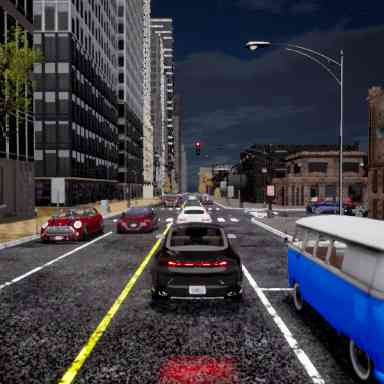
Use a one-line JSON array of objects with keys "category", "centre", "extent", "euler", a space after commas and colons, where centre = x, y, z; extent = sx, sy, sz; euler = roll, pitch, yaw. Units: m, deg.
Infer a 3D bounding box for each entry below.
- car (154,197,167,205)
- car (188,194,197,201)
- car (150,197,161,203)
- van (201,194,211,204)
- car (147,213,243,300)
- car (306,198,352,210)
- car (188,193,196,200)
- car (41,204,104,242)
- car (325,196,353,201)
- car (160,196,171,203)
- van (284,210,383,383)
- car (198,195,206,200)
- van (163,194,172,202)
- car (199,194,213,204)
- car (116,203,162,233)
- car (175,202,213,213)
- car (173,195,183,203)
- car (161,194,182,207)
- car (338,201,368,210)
[{"category": "car", "centre": [-5.619, 1.551, 59.764], "extent": [1.947, 1.339, 4.313], "euler": [-1, 0, 0]}, {"category": "car", "centre": [0.067, 1.504, 81.015], "extent": [1.812, 1.442, 4.674], "euler": [0, 0, 0]}, {"category": "car", "centre": [-5.795, 1.512, 53.951], "extent": [1.752, 1.417, 4.829], "euler": [-1, 0, 0]}, {"category": "van", "centre": [2.729, 1.325, 65.347], "extent": [1.690, 1.788, 3.998], "euler": [-1, 0, 0]}, {"category": "car", "centre": [0.104, 1.502, 8.374], "extent": [1.837, 1.490, 4.892], "euler": [0, 0, 0]}, {"category": "car", "centre": [14.846, 1.684, 36.842], "extent": [4.181, 1.385, 1.994], "euler": [1, 1, 1]}, {"category": "car", "centre": [0.075, 1.257, 91.018], "extent": [2.097, 1.767, 4.553], "euler": [0, 0, 0]}, {"category": "car", "centre": [-5.690, 1.435, 16.173], "extent": [1.967, 1.590, 4.097], "euler": [-1, 0, 0]}, {"category": "car", "centre": [16.559, 1.411, 39.403], "extent": [5.009, 1.841, 2.192], "euler": [1, 0, 1]}, {"category": "car", "centre": [-5.610, 1.549, 71.053], "extent": [1.947, 1.339, 4.313], "euler": [-1, 0, 0]}, {"category": "van", "centre": [2.679, 1.340, 5.083], "extent": [1.690, 1.788, 3.998], "euler": [-1, 0, 0]}, {"category": "car", "centre": [2.756, 1.531, 93.568], "extent": [2.008, 1.369, 4.403], "euler": [-1, 0, 0]}, {"category": "van", "centre": [-5.609, 1.323, 76.697], "extent": [1.690, 1.788, 3.998], "euler": [-1, 0, 0]}, {"category": "car", "centre": [2.726, 1.425, 59.703], "extent": [1.967, 1.590, 4.097], "euler": [-1, 0, 0]}, {"category": "car", "centre": [-3.085, 1.559, 19.485], "extent": [1.994, 1.385, 4.181], "euler": [0, 0, 0]}, {"category": "car", "centre": [0.109, 1.520, 18.730], "extent": [1.812, 1.442, 4.674], "euler": [0, 0, 0]}, {"category": "car", "centre": [-2.940, 1.461, 71.273], "extent": [1.882, 1.535, 5.008], "euler": [0, 0, 0]}, {"category": "car", "centre": [-3.054, 1.339, 50.273], "extent": [2.097, 1.767, 4.553], "euler": [0, 0, 0]}, {"category": "car", "centre": [16.443, 1.793, 31.026], "extent": [4.313, 1.339, 1.947], "euler": [1, 0, 1]}]
